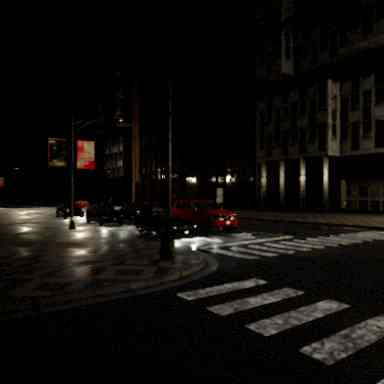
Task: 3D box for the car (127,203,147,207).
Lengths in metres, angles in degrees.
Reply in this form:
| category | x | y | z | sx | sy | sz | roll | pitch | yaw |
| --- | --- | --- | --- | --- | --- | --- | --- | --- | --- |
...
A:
| category | x | y | z | sx | sy | sz | roll | pitch | yaw |
| --- | --- | --- | --- | --- | --- | --- | --- | --- | --- |
| car | -4.991 | 1.809 | 30.374 | 2.097 | 1.767 | 4.553 | 0 | -1 | -36 |

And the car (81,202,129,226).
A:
| category | x | y | z | sx | sy | sz | roll | pitch | yaw |
| --- | --- | --- | --- | --- | --- | --- | --- | --- | --- |
| car | -7.514 | 1.925 | 28.306 | 1.882 | 1.535 | 5.008 | 0 | -1 | -36 |

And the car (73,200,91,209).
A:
| category | x | y | z | sx | sy | sz | roll | pitch | yaw |
| --- | --- | --- | --- | --- | --- | --- | --- | --- | --- |
| car | -21.480 | 2.456 | 64.969 | 1.882 | 1.535 | 5.008 | 0 | -1 | -36 |

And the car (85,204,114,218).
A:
| category | x | y | z | sx | sy | sz | roll | pitch | yaw |
| --- | --- | --- | --- | --- | --- | --- | --- | --- | --- |
| car | -10.766 | 2.117 | 38.464 | 1.812 | 1.442 | 4.674 | 0 | -1 | -35 |

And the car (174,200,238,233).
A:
| category | x | y | z | sx | sy | sz | roll | pitch | yaw |
| --- | --- | --- | --- | --- | --- | --- | --- | --- | --- |
| car | 0.657 | 1.547 | 22.504 | 2.150 | 2.045 | 5.566 | 0 | -1 | -34 |

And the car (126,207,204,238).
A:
| category | x | y | z | sx | sy | sz | roll | pitch | yaw |
| --- | --- | --- | --- | --- | --- | --- | --- | --- | --- |
| car | -1.832 | 1.863 | 20.348 | 2.033 | 1.411 | 5.357 | 0 | -1 | -36 |

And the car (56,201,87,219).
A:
| category | x | y | z | sx | sy | sz | roll | pitch | yaw |
| --- | --- | --- | --- | --- | --- | --- | --- | --- | --- |
| car | -13.415 | 1.937 | 36.584 | 2.097 | 1.767 | 4.553 | 0 | -1 | -35 |

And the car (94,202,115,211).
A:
| category | x | y | z | sx | sy | sz | roll | pitch | yaw |
| --- | --- | --- | --- | --- | --- | --- | --- | --- | --- |
| car | -14.573 | 2.382 | 55.296 | 1.994 | 1.385 | 4.181 | 0 | -1 | -35 |
